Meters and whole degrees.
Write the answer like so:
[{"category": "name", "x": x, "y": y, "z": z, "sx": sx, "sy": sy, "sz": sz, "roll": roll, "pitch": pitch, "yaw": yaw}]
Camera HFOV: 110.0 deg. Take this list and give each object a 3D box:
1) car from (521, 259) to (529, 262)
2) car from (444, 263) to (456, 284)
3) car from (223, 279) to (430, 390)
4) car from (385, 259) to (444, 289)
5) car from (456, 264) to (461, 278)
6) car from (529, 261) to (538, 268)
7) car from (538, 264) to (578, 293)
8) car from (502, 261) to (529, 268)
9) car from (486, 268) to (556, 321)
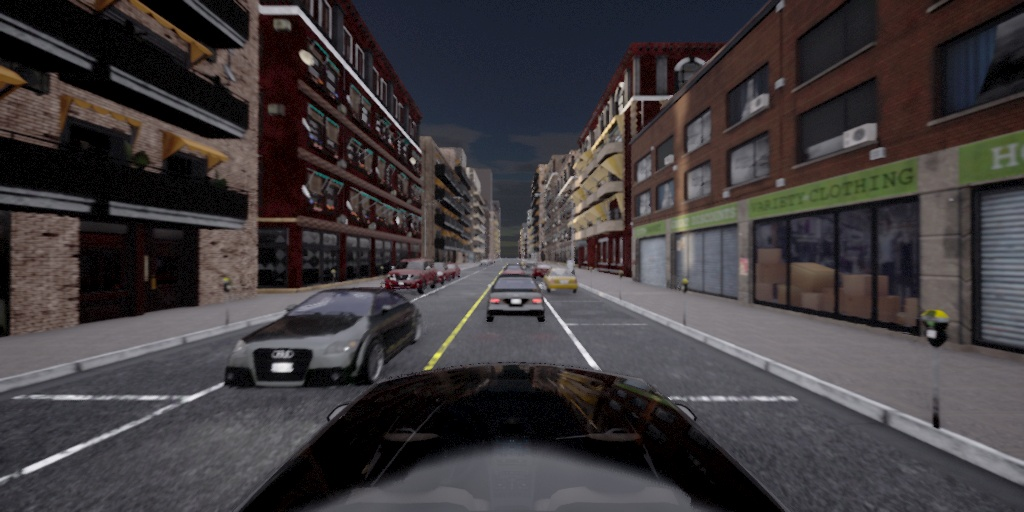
[{"category": "car", "x": 2.765, "y": 1.374, "z": 54.594, "sx": 2.007, "sy": 1.370, "sz": 4.403, "roll": 0, "pitch": 0, "yaw": 0}, {"category": "car", "x": -5.660, "y": 1.215, "z": 26.429, "sx": 1.967, "sy": 1.591, "sz": 4.097, "roll": 0, "pitch": 0, "yaw": 0}, {"category": "car", "x": -3.098, "y": 1.317, "z": 6.830, "sx": 1.994, "sy": 1.385, "sz": 4.181, "roll": 0, "pitch": 0, "yaw": 0}, {"category": "car", "x": -5.669, "y": 1.083, "z": 20.794, "sx": 2.192, "sy": 1.841, "sz": 5.009, "roll": 0, "pitch": 0, "yaw": 0}, {"category": "car", "x": -5.651, "y": 1.328, "z": 32.067, "sx": 1.888, "sy": 1.381, "sz": 4.507, "roll": 0, "pitch": 0, "yaw": 0}, {"category": "car", "x": 2.729, "y": 1.340, "z": 32.049, "sx": 1.888, "sy": 1.381, "sz": 4.507, "roll": 0, "pitch": 0, "yaw": 0}, {"category": "car", "x": 2.712, "y": 1.306, "z": 20.947, "sx": 1.751, "sy": 1.417, "sz": 4.829, "roll": 0, "pitch": 0, "yaw": 0}, {"category": "car", "x": 0.138, "y": 1.352, "z": 29.527, "sx": 1.994, "sy": 1.385, "sz": 4.181, "roll": 0, "pitch": 0, "yaw": 0}, {"category": "car", "x": 0.111, "y": 1.313, "z": 12.502, "sx": 2.033, "sy": 1.411, "sz": 5.357, "roll": 0, "pitch": 0, "yaw": 0}]
